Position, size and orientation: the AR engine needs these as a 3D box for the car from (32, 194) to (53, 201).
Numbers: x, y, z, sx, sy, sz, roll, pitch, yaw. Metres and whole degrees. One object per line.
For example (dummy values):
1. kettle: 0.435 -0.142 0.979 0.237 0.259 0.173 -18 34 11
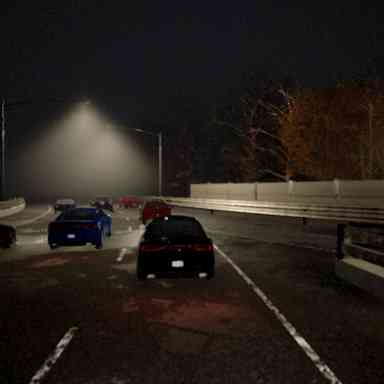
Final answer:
1. car: -29.400 0.998 64.500 2.033 1.411 5.357 0 0 -40

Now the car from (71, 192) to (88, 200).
1. car: -23.882 0.953 68.807 2.128 1.511 4.902 0 0 -40

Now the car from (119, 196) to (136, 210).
1. car: -7.473 1.232 39.599 1.882 1.535 5.008 0 0 -22

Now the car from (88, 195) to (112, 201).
1. car: -9.334 1.139 34.163 2.097 1.767 4.553 0 0 -18

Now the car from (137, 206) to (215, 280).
1. car: -0.554 1.415 9.834 1.882 1.535 5.008 0 1 -5

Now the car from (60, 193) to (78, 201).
1. car: -26.820 1.029 72.423 1.882 1.535 5.008 0 0 -42

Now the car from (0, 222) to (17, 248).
1. car: -7.775 1.492 11.465 1.994 1.385 4.181 0 0 -7

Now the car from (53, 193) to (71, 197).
1. car: -26.641 0.983 66.654 2.033 1.411 5.357 0 0 -40

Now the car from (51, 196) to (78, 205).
1. car: -12.630 1.394 33.195 1.895 1.301 4.718 0 0 -18

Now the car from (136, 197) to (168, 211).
1. car: -2.584 1.335 22.853 1.882 1.535 5.008 0 1 -12

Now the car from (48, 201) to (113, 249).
1. car: -4.580 1.386 14.179 1.882 1.535 5.008 0 1 -7
